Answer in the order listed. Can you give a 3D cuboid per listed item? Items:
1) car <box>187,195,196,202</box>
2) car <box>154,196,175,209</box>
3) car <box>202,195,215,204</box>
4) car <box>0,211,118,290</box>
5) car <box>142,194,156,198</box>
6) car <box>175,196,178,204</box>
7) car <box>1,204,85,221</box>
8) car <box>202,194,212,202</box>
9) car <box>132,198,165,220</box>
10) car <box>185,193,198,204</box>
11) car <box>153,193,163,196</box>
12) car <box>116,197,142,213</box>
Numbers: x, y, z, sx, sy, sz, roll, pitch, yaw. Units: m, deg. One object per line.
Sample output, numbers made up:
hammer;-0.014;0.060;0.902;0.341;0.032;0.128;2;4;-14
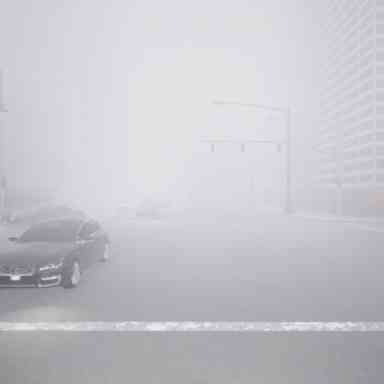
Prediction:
car;-0.143;1.381;74.524;1.994;1.385;4.181;0;0;0
car;-3.681;1.564;44.734;1.994;1.385;4.181;0;0;0
car;3.473;1.525;64.772;1.812;1.442;4.674;0;0;0
car;-3.618;1.504;9.233;1.837;1.490;4.892;0;0;0
car;-7.192;1.506;51.712;1.837;1.490;4.892;0;0;0
car;-3.675;1.492;62.954;2.128;1.511;4.902;0;0;0
car;-9.959;1.547;22.917;2.033;1.411;5.357;0;0;41
car;3.360;1.354;74.675;2.097;1.767;4.553;0;0;0
car;-3.655;1.525;28.642;1.812;1.442;4.674;0;0;0
car;-0.122;1.221;63.853;2.150;2.045;5.566;0;0;0
car;-7.132;1.133;68.783;2.150;2.045;5.566;0;0;0
car;-7.172;1.526;37.348;1.812;1.442;4.674;0;0;0
